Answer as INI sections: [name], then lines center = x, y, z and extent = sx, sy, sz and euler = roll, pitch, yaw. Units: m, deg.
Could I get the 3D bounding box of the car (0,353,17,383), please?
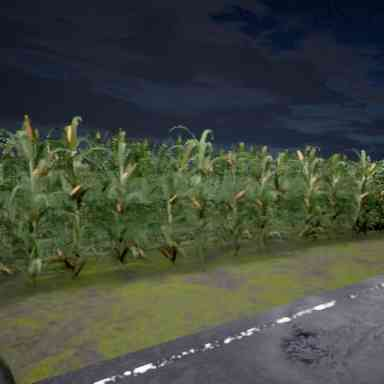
[car]
center = -3.228, 1.560, 0.763
extent = 5.357, 1.411, 2.033
euler = 0, 0, -35
